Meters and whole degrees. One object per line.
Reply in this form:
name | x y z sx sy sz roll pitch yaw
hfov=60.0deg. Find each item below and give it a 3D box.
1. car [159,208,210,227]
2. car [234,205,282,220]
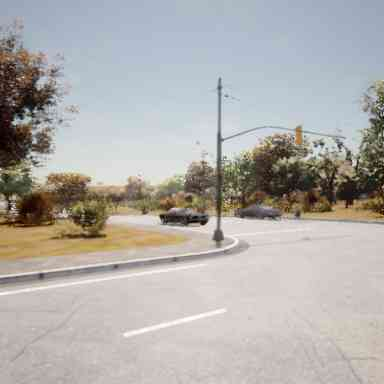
car | -0.654 1.923 25.652 1.895 1.301 4.718 1 -2 -33
car | 6.632 2.056 33.863 2.033 1.411 5.357 1 -2 -33
